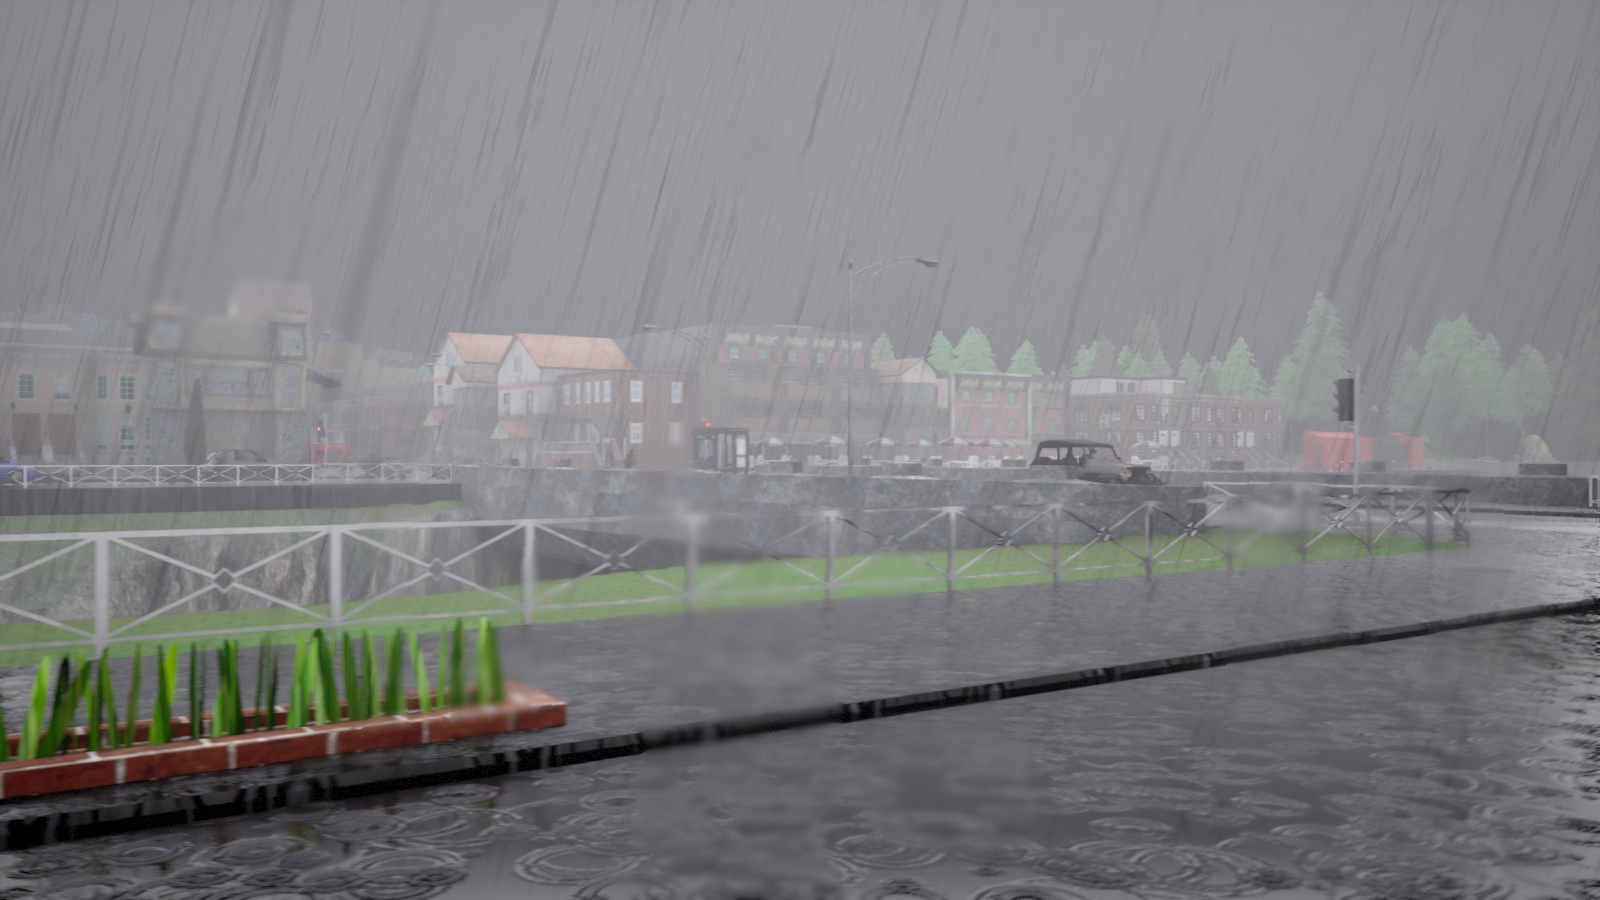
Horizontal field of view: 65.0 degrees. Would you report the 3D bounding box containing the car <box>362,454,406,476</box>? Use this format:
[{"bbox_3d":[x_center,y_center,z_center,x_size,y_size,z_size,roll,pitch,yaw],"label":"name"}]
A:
[{"bbox_3d":[-28.975,1.034,87.372,1.816,1.474,4.193,0,0,-35],"label":"car"}]

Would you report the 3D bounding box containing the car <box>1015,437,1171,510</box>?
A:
[{"bbox_3d":[7.947,0.608,34.382,1.905,1.878,3.866,0,0,-35],"label":"car"}]

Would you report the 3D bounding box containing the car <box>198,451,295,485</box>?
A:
[{"bbox_3d":[-26.793,0.849,60.823,3.988,1.617,1.851,0,0,-35],"label":"car"}]

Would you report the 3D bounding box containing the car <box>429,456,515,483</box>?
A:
[{"bbox_3d":[-17.117,1.006,65.713,4.181,1.385,1.994,0,0,-9],"label":"car"}]

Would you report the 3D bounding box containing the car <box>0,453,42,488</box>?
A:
[{"bbox_3d":[-35.691,0.901,54.625,4.514,1.525,2.007,0,0,-35],"label":"car"}]
